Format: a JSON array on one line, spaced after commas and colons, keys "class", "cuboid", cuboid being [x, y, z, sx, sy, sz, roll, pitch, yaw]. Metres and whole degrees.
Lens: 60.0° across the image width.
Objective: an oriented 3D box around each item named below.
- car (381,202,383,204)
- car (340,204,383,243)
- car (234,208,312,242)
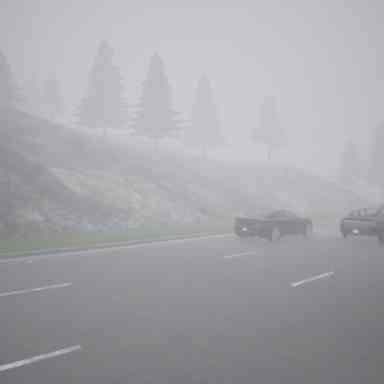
[{"class": "car", "cuboid": [18.165, 1.627, 29.958, 4.892, 1.490, 1.837, 0, 0, -43]}, {"class": "car", "cuboid": [9.133, 1.558, 16.585, 4.902, 1.511, 2.128, 0, 0, -43]}, {"class": "car", "cuboid": [4.218, 1.537, 16.793, 5.008, 1.535, 1.882, 0, 0, -43]}]
